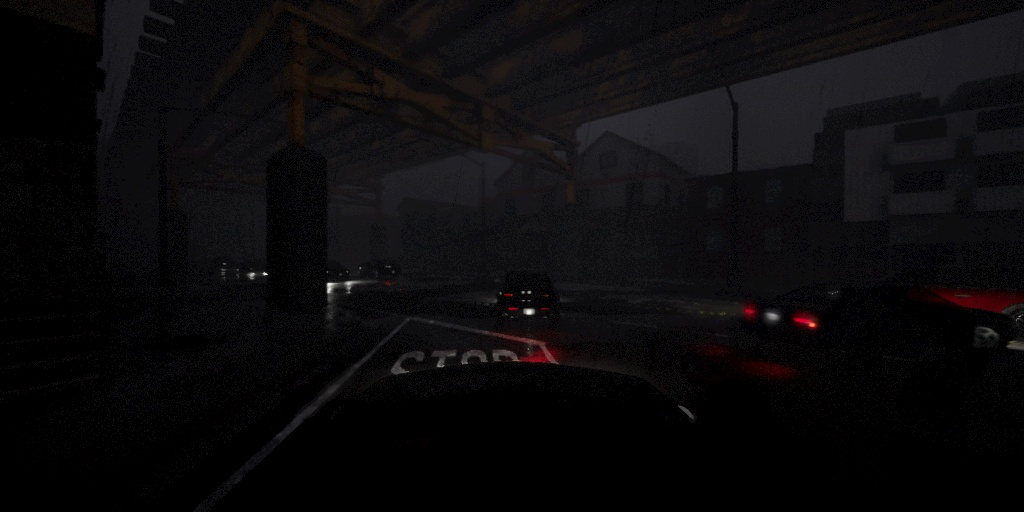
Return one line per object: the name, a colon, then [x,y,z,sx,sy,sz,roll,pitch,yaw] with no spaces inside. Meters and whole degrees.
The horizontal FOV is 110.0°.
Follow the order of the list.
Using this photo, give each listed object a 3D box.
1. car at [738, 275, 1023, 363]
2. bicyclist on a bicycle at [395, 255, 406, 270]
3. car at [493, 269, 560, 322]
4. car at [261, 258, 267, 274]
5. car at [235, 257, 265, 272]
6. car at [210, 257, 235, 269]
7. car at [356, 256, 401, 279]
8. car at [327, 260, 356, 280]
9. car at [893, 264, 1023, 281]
car: [7.699,1.268,7.687,5.357,1.411,2.033,0,0,-12]
bicyclist on a bicycle: [-12.588,0.748,40.249,0.582,1.620,1.656,0,1,40]
car: [0.437,1.183,11.896,1.837,1.490,4.892,0,1,0]
car: [-21.132,1.082,33.110,4.718,1.301,1.895,0,1,40]
car: [-27.903,0.991,38.760,4.181,1.385,1.994,0,1,40]
car: [-36.233,0.871,45.140,4.892,1.490,1.837,0,0,33]
car: [-11.048,1.018,29.416,4.902,1.511,2.128,0,1,40]
car: [-14.068,1.043,27.137,4.892,1.490,1.837,0,1,40]
car: [11.687,1.064,10.221,4.553,1.767,2.097,1,1,40]
